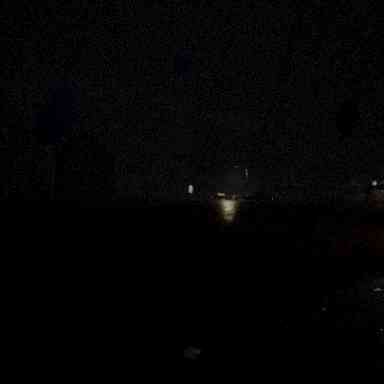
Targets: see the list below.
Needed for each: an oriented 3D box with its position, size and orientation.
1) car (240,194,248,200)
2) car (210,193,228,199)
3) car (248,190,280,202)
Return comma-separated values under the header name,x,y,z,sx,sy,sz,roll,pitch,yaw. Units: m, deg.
name,x,y,z,sx,sy,sz,roll,pitch,yaw
car,12.202,1.075,69.486,1.837,1.490,4.892,2,-1,-35
car,6.224,0.944,78.056,1.895,1.301,4.718,2,-1,-35
car,13.608,0.765,61.301,2.150,2.045,5.566,2,-1,-34
